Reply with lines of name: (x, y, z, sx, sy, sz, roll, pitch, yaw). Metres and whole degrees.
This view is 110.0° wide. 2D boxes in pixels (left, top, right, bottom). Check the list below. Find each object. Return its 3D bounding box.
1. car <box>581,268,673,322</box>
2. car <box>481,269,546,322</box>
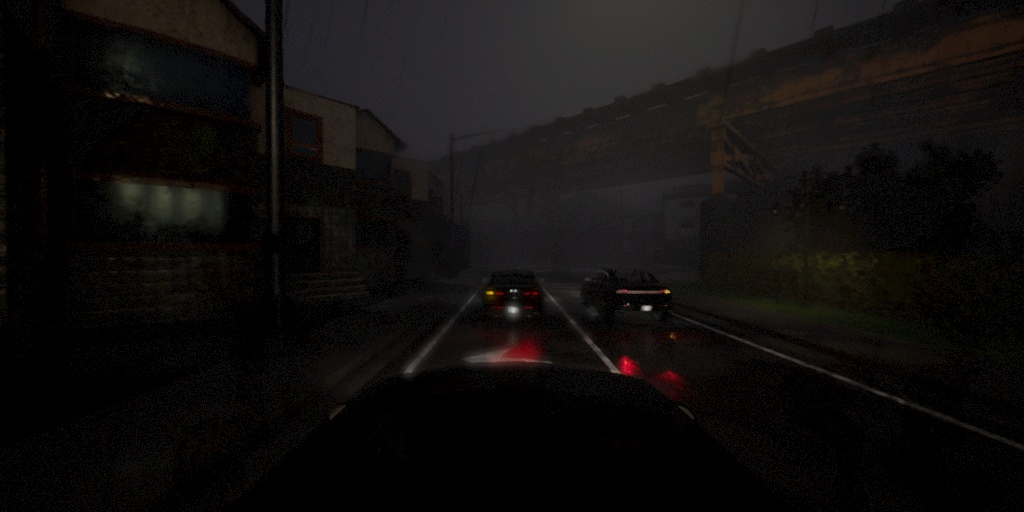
car: (3.553, 1.140, 11.839, 2.128, 1.511, 4.902, 0, 1, 0)
car: (0.054, 1.153, 11.842, 1.837, 1.490, 4.892, 0, 1, 0)
